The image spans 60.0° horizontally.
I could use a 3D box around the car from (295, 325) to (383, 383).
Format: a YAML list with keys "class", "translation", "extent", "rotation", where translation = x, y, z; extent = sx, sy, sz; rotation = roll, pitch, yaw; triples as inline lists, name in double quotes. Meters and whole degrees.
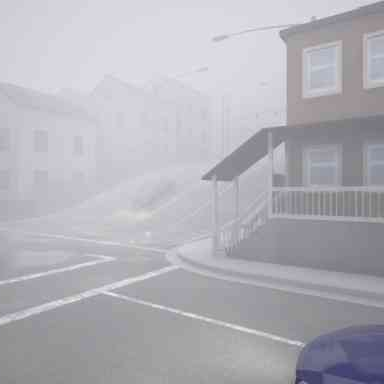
- class: "car"
  translation: [2.949, 1.526, 1.860]
  extent: [4.674, 1.442, 1.812]
  rotation: [0, 0, 36]

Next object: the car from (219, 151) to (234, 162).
- class: "car"
  translation: [5.018, -4.150, 39.249]
  extent: [1.895, 1.301, 4.718]
  rotation: [0, 10, 36]

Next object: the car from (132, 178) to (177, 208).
- class: "car"
  translation: [-3.092, -0.062, 27.558]
  extent: [1.812, 1.442, 4.674]
  rotation: [0, 22, 34]
